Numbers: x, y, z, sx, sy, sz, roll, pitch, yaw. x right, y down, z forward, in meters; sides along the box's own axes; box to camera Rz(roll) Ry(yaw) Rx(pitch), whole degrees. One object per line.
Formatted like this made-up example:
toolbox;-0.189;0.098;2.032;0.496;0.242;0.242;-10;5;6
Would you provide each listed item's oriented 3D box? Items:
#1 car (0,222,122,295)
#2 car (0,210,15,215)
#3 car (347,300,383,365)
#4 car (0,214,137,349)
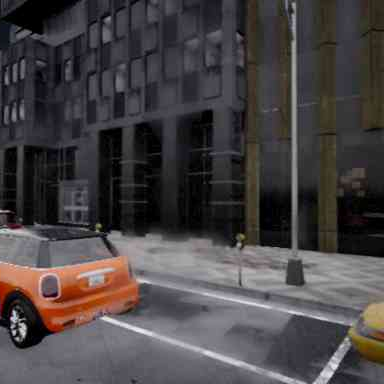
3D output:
car;-4.409;1.749;9.950;4.829;1.417;1.752;-1;-2;37
car;-8.625;1.600;13.111;5.009;1.841;2.192;-1;-2;37
car;4.296;1.624;3.433;4.829;1.417;1.752;-1;-2;37
car;-3.277;1.505;6.782;4.553;1.767;2.097;-1;-2;37
